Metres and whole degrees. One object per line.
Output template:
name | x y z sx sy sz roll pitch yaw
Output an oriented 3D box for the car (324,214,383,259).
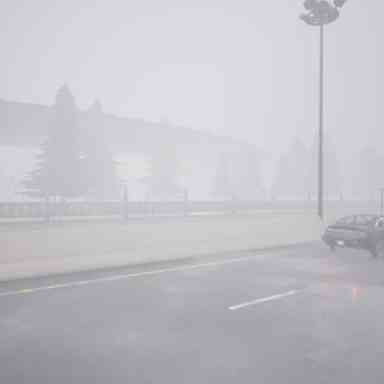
car | 7.342 1.642 13.374 4.902 1.511 2.128 1 0 -35
